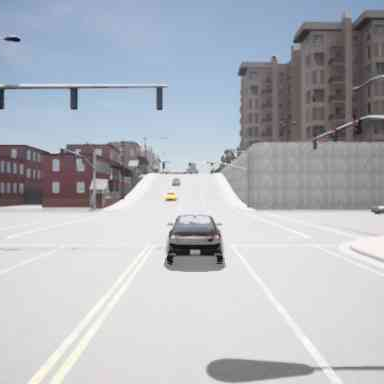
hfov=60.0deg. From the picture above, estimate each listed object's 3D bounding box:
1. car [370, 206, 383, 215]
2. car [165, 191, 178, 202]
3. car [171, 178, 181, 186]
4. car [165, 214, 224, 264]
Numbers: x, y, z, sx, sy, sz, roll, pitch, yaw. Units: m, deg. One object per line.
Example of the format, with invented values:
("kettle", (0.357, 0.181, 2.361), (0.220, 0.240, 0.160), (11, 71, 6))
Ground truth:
("car", (21.709, 1.786, 35.488), (4.718, 1.301, 1.895), (0, 0, 0))
("car", (-3.495, 0.628, 56.555), (1.882, 1.535, 5.008), (0, 8, 1))
("car", (-3.422, -2.245, 72.253), (1.812, 1.442, 4.674), (0, 12, 0))
("car", (0.097, 1.555, 12.112), (2.128, 1.511, 4.902), (0, 0, 0))
